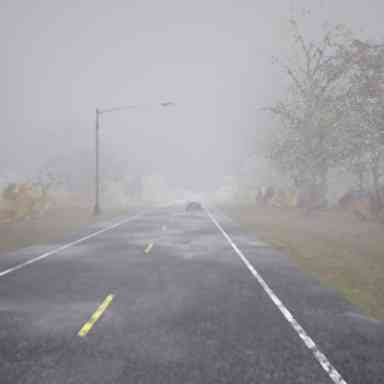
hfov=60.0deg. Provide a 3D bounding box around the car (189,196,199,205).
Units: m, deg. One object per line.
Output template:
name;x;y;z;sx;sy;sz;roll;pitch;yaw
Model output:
car;0.380;1.585;61.757;1.812;1.442;4.674;0;0;1

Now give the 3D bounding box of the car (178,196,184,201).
car;-2.844;1.681;90.359;1.895;1.301;4.718;0;0;1

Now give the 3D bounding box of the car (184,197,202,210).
car;0.220;1.569;43.057;1.812;1.442;4.674;0;0;0
